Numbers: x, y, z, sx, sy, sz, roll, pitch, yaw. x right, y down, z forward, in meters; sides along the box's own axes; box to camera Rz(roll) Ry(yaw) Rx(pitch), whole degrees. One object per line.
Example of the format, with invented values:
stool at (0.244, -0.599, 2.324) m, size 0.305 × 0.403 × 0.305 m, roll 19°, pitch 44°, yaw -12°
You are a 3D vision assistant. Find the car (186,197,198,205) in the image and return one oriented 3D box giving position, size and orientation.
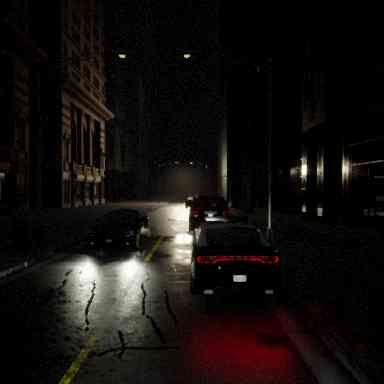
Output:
car at (0.039, 1.564, 59.846) m, size 2.033 × 1.411 × 5.357 m, roll 0°, pitch 0°, yaw 0°

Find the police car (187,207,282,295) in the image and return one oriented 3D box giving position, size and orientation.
police car at (0.904, 1.425, 8.853) m, size 1.930 × 1.638 × 5.238 m, roll 0°, pitch 0°, yaw 0°

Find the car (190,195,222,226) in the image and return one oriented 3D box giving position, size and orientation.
car at (0.915, 1.234, 24.773) m, size 2.150 × 2.045 × 5.566 m, roll 0°, pitch 0°, yaw 0°

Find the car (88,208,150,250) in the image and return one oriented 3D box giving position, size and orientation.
car at (-2.992, 1.479, 14.448) m, size 1.882 × 1.535 × 5.008 m, roll 0°, pitch 0°, yaw 0°

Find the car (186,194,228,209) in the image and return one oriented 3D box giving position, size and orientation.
car at (0.911, 1.230, 18.773) m, size 2.150 × 2.045 × 5.566 m, roll 0°, pitch 0°, yaw 0°

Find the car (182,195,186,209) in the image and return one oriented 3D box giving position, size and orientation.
car at (0.043, 1.509, 46.156) m, size 2.128 × 1.511 × 4.902 m, roll 0°, pitch 0°, yaw 0°
